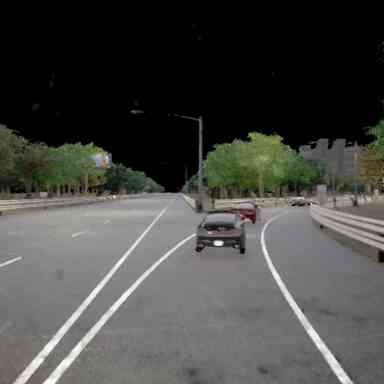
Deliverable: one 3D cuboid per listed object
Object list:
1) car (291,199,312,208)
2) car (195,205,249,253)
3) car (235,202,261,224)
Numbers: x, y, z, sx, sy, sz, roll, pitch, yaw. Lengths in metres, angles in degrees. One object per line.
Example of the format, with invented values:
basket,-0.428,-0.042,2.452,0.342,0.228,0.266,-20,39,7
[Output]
car,16.606,1.651,49.892,1.895,1.301,4.718,0,0,37
car,1.309,1.513,13.825,1.837,1.490,4.892,0,0,9
car,4.142,1.516,25.425,1.882,1.535,5.008,0,0,18
